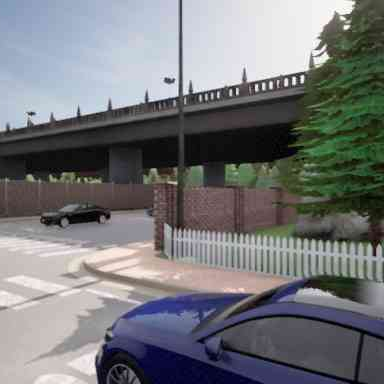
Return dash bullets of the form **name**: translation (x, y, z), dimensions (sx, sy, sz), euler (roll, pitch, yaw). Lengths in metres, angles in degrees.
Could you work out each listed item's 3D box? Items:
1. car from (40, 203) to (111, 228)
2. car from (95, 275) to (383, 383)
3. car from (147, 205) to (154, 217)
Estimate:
- **car**: translation (-7.936, 1.529, 23.030), dimensions (1.882, 1.535, 5.008), euler (0, 0, 35)
- **car**: translation (1.137, 1.526, 2.961), dimensions (4.674, 1.442, 1.812), euler (0, 0, 36)
- **car**: translation (-2.180, 1.404, 31.360), dimensions (2.097, 1.767, 4.553), euler (0, 0, 35)
